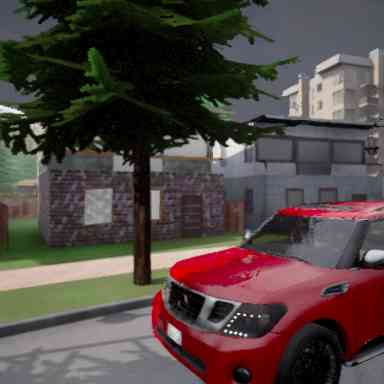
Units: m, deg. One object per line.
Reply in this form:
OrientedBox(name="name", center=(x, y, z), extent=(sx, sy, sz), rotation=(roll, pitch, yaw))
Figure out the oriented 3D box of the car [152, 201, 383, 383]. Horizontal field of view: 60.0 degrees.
OrientedBox(name="car", center=(2.198, 1.200, 5.061), extent=(5.566, 2.045, 2.150), rotation=(0, 0, -30))
